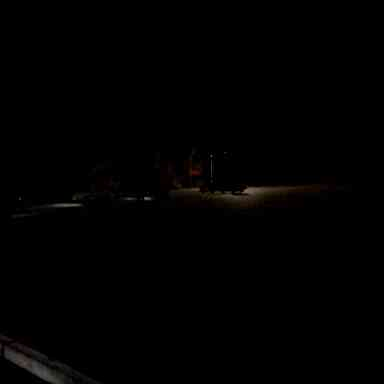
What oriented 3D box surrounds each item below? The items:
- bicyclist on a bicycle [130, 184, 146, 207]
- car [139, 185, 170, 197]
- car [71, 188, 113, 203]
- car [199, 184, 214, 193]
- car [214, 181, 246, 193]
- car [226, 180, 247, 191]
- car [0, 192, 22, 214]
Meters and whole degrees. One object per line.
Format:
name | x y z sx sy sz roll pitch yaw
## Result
bicyclist on a bicycle | -4.023 0.269 24.509 1.656 1.620 0.582 -1 2 34
car | -4.846 -0.163 43.315 1.837 1.490 4.892 0 2 32
car | -10.344 0.320 34.732 1.812 1.442 4.674 0 2 33
car | 2.970 -0.557 49.569 2.033 1.411 5.357 0 2 31
car | 5.724 -0.570 47.842 2.033 1.411 5.357 0 2 31
car | 7.766 -1.174 57.826 2.097 1.767 4.553 0 2 29
car | -13.033 0.961 18.905 2.033 1.411 5.357 0 2 35
